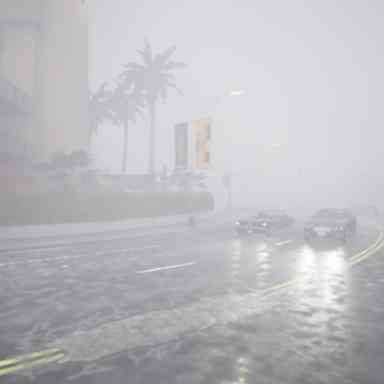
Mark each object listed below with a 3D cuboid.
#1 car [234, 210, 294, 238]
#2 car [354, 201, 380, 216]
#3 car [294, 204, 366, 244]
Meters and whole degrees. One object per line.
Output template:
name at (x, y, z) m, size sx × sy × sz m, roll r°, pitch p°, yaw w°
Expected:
car at (4.119, 1.671, 18.398) m, size 1.895 × 1.301 × 4.718 m, roll 0°, pitch 0°, yaw 34°
car at (17.464, 1.677, 33.989) m, size 1.812 × 1.442 × 4.674 m, roll 0°, pitch 0°, yaw 9°
car at (7.011, 1.562, 16.535) m, size 2.128 × 1.511 × 4.902 m, roll 0°, pitch 0°, yaw 34°
